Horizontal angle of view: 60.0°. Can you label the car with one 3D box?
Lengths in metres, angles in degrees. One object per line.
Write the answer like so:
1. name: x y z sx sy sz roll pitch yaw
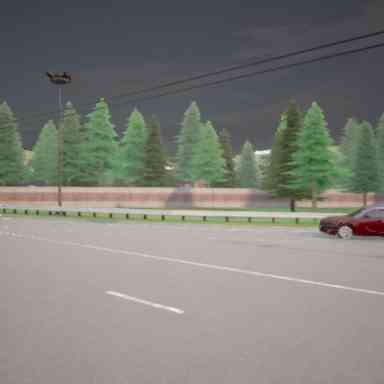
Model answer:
1. car: 8.821 1.462 16.089 5.008 1.535 1.882 0 0 8
